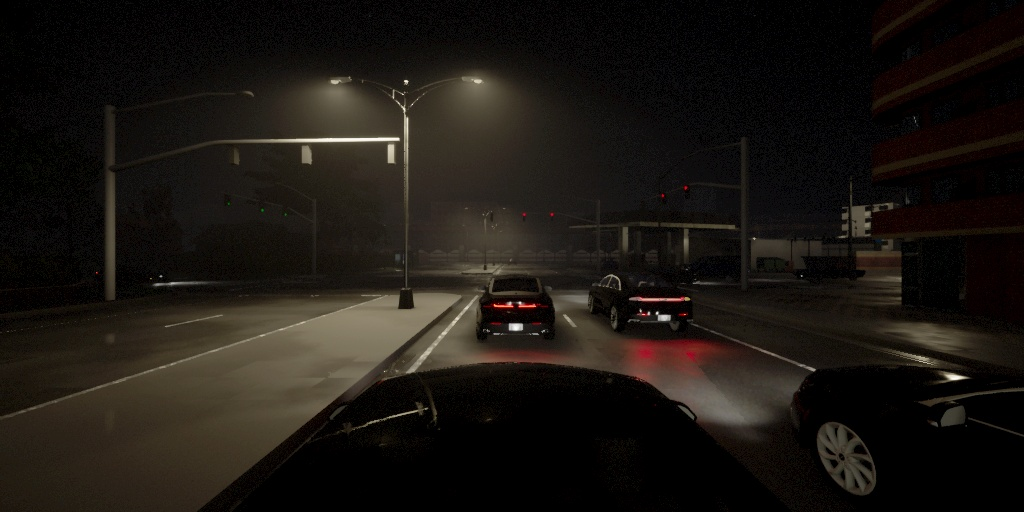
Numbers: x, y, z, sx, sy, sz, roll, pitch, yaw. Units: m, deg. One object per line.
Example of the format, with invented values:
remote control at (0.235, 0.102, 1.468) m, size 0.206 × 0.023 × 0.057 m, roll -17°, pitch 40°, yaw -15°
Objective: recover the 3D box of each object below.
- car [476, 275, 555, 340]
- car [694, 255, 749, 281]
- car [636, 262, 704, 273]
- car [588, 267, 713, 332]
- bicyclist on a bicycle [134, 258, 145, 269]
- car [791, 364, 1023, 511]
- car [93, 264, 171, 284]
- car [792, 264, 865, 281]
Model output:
car at (0.094, 1.255, 10.004) m, size 1.837 × 1.490 × 4.892 m, roll 0°, pitch 0°, yaw 0°
car at (16.624, 0.972, 29.858) m, size 5.566 × 2.045 × 2.150 m, roll 0°, pitch 0°, yaw -1°
car at (11.148, 1.314, 26.102) m, size 4.181 × 1.385 × 1.994 m, roll 0°, pitch 0°, yaw -1°
car at (3.601, 1.242, 10.860) m, size 2.128 × 1.511 × 4.902 m, roll 0°, pitch 0°, yaw 0°
bicyclist on a bicycle at (-38.235, 1.053, 36.726) m, size 0.582 × 1.620 × 1.656 m, roll 0°, pitch 0°, yaw 0°
car at (3.600, 1.255, 1.452) m, size 1.837 × 1.490 × 4.892 m, roll 0°, pitch 0°, yaw 0°
car at (-27.766, 1.314, 26.309) m, size 4.181 × 1.385 × 1.994 m, roll 0°, pitch 0°, yaw 0°
car at (26.414, 1.351, 30.001) m, size 4.718 × 1.301 × 1.895 m, roll 0°, pitch 0°, yaw -1°
